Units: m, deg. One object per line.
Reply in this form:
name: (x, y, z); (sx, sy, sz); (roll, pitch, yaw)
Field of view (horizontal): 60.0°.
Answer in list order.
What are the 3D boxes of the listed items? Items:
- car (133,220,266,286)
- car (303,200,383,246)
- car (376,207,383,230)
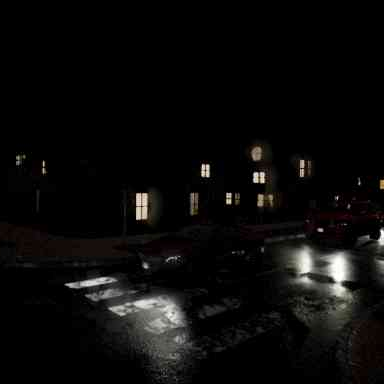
car: (0.467, 1.586, 9.898); (1.812, 1.442, 4.674); (2, 1, 43)
car: (7.944, 1.461, 17.197); (5.566, 2.045, 2.150); (2, 1, -43)
car: (15.567, 1.918, 24.399); (4.902, 1.511, 2.128); (1, 1, -43)
